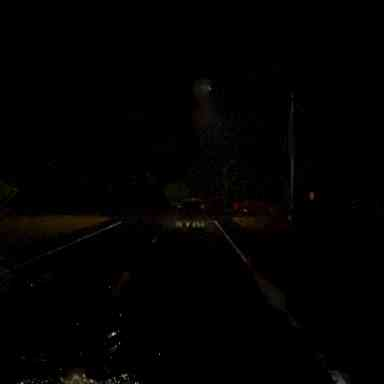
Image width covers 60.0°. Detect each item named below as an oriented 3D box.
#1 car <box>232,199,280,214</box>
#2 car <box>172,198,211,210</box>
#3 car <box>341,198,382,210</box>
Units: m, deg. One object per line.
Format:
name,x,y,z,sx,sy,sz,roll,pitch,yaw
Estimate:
car,6.818,1.481,35.403,5.008,1.535,1.882,0,0,-2
car,-0.081,1.474,42.241,4.902,1.511,2.128,0,0,-1
car,21.780,1.562,42.846,5.008,1.535,1.882,-1,0,-2
